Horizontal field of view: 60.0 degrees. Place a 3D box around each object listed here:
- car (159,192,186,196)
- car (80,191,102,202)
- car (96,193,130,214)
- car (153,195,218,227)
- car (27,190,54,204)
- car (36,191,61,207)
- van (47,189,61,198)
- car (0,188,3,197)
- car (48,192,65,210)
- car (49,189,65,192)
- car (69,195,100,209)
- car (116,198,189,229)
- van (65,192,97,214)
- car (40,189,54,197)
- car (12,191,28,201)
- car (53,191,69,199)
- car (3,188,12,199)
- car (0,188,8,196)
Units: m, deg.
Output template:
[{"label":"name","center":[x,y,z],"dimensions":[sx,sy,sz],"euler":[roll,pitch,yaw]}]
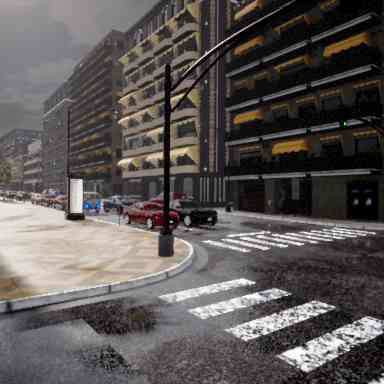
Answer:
[{"label":"car","center":[-2.307,0.937,33.164],"dimensions":[2.192,1.841,5.009],"euler":[2,0,-36]},{"label":"car","center":[-15.650,0.711,51.441],"dimensions":[1.967,1.590,4.097],"euler":[2,0,-36]},{"label":"car","center":[-6.004,1.083,28.382],"dimensions":[2.128,1.511,4.902],"euler":[1,0,-36]},{"label":"car","center":[-0.419,1.217,20.723],"dimensions":[1.882,1.535,5.008],"euler":[1,0,-35]},{"label":"car","center":[-18.981,0.805,41.788],"dimensions":[1.752,1.417,4.829],"euler":[2,0,-36]},{"label":"car","center":[-15.747,0.909,37.356],"dimensions":[1.887,1.381,4.507],"euler":[2,0,-36]},{"label":"van","center":[-28.986,0.261,69.717],"dimensions":[1.690,1.788,3.998],"euler":[2,0,-36]},{"label":"car","center":[-39.091,0.301,69.339],"dimensions":[2.008,1.369,4.403],"euler":[2,0,-36]},{"label":"car","center":[-12.412,0.997,32.787],"dimensions":[1.887,1.381,4.507],"euler":[2,0,-36]},{"label":"car","center":[-17.682,0.635,44.463],"dimensions":[2.097,1.767,4.553],"euler":[1,0,-36]},{"label":"car","center":[-11.826,1.039,36.369],"dimensions":[1.895,1.301,4.718],"euler":[1,0,-36]},{"label":"car","center":[-2.408,1.261,19.080],"dimensions":[1.887,1.381,4.507],"euler":[2,0,-36]},{"label":"van","center":[-9.071,0.881,28.218],"dimensions":[1.690,1.788,3.998],"euler":[2,0,-36]},{"label":"car","center":[-32.324,0.272,74.286],"dimensions":[1.967,1.590,4.097],"euler":[2,0,-36]},{"label":"car","center":[-25.748,0.542,51.063],"dimensions":[1.967,1.590,4.097],"euler":[2,0,-36]},{"label":"car","center":[-25.757,0.530,65.286],"dimensions":[1.752,1.417,4.829],"euler":[2,0,-36]},{"label":"car","center":[-32.421,0.471,60.202],"dimensions":[1.887,1.381,4.507],"euler":[2,0,-36]},{"label":"car","center":[-42.419,-0.022,73.909],"dimensions":[2.192,1.841,5.009],"euler":[2,0,-36]}]
